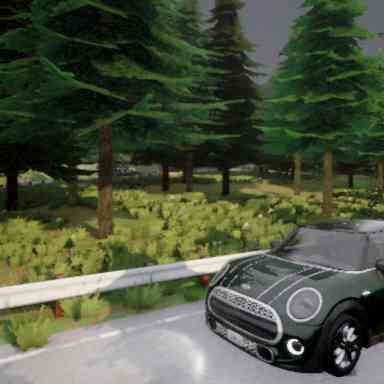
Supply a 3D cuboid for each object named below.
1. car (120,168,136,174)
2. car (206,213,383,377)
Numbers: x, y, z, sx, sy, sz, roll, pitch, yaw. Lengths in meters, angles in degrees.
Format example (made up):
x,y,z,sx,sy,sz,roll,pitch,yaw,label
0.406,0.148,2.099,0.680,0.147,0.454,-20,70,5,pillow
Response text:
x,y,z,sx,sy,sz,roll,pitch,yaw,label
-8.948,-2.368,44.144,4.892,1.490,1.837,-7,5,-42,car
2.438,1.293,5.566,4.553,1.767,2.097,0,1,-33,car
